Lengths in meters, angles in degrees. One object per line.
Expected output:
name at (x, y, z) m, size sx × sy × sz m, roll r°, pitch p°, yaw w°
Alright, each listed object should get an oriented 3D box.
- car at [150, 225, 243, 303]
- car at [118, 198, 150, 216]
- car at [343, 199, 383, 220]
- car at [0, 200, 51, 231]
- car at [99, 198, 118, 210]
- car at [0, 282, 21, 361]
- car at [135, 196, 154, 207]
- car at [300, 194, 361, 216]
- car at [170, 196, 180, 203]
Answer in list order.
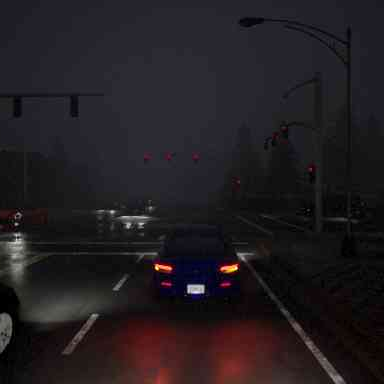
car at (0.131, 1.526, 8.100) m, size 1.812 × 1.442 × 4.674 m, roll 0°, pitch 0°, yaw 2°
car at (-5.751, 1.564, 32.517) m, size 1.994 × 1.385 × 4.181 m, roll 0°, pitch 0°, yaw -17°
car at (15.885, 1.547, 27.619) m, size 5.357 × 1.411 × 2.033 m, roll 0°, pitch 0°, yaw 0°
car at (-10.624, 1.352, 20.669) m, size 2.097 × 1.767 × 4.553 m, roll 0°, pitch 0°, yaw 0°
car at (-10.644, 1.526, 43.089) m, size 1.812 × 1.442 × 4.674 m, roll 0°, pitch 0°, yaw 0°
car at (-3.442, 1.505, 2.966) m, size 1.837 × 1.490 × 4.892 m, roll 0°, pitch 0°, yaw 0°
car at (-7.143, 1.352, 52.159) m, size 2.097 × 1.767 × 4.553 m, roll 0°, pitch 0°, yaw 0°
car at (13.063, 1.222, 31.118) m, size 5.566 × 2.045 × 2.150 m, roll 0°, pitch 0°, yaw 0°
car at (-3.479, 1.477, 69.609) m, size 1.882 × 1.535 × 5.008 m, roll 0°, pitch 0°, yaw 0°
